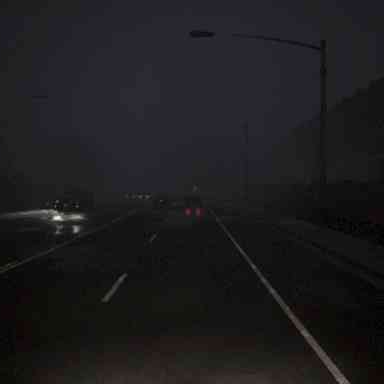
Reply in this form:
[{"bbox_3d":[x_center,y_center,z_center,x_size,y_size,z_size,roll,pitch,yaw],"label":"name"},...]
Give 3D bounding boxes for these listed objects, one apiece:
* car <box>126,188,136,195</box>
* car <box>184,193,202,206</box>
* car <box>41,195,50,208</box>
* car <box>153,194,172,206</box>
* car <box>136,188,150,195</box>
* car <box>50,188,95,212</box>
[{"bbox_3d":[-13.927,-0.112,76.977,1.837,1.490,4.892,0,1,0],"label":"car"},{"bbox_3d":[0.119,0.807,38.052,2.128,1.511,4.902,0,1,0],"label":"car"},{"bbox_3d":[-14.063,0.877,34.907,2.128,1.511,4.902,0,1,0],"label":"car"},{"bbox_3d":[-3.378,0.866,38.659,1.994,1.385,4.181,0,1,0],"label":"car"},{"bbox_3d":[-10.430,-0.026,73.606,1.837,1.490,4.892,0,1,0],"label":"car"},{"bbox_3d":[-10.573,0.702,30.509,2.150,2.045,5.566,0,1,0],"label":"car"}]
